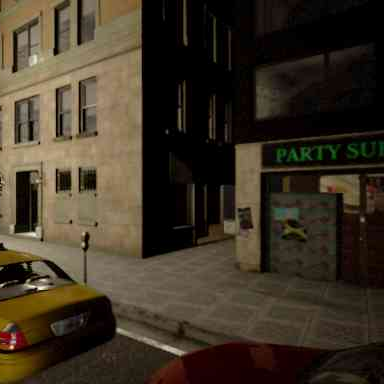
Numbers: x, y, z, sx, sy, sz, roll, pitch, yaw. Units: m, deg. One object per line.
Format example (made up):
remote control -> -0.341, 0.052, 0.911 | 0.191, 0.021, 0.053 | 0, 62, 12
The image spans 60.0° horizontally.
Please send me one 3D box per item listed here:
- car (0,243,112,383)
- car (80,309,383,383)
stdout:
car -> -3.281, 1.479, 5.196 | 4.829, 1.417, 1.752 | 1, 0, 36
car -> 1.475, 1.584, 1.803 | 4.206, 1.307, 1.802 | 1, 0, 36
